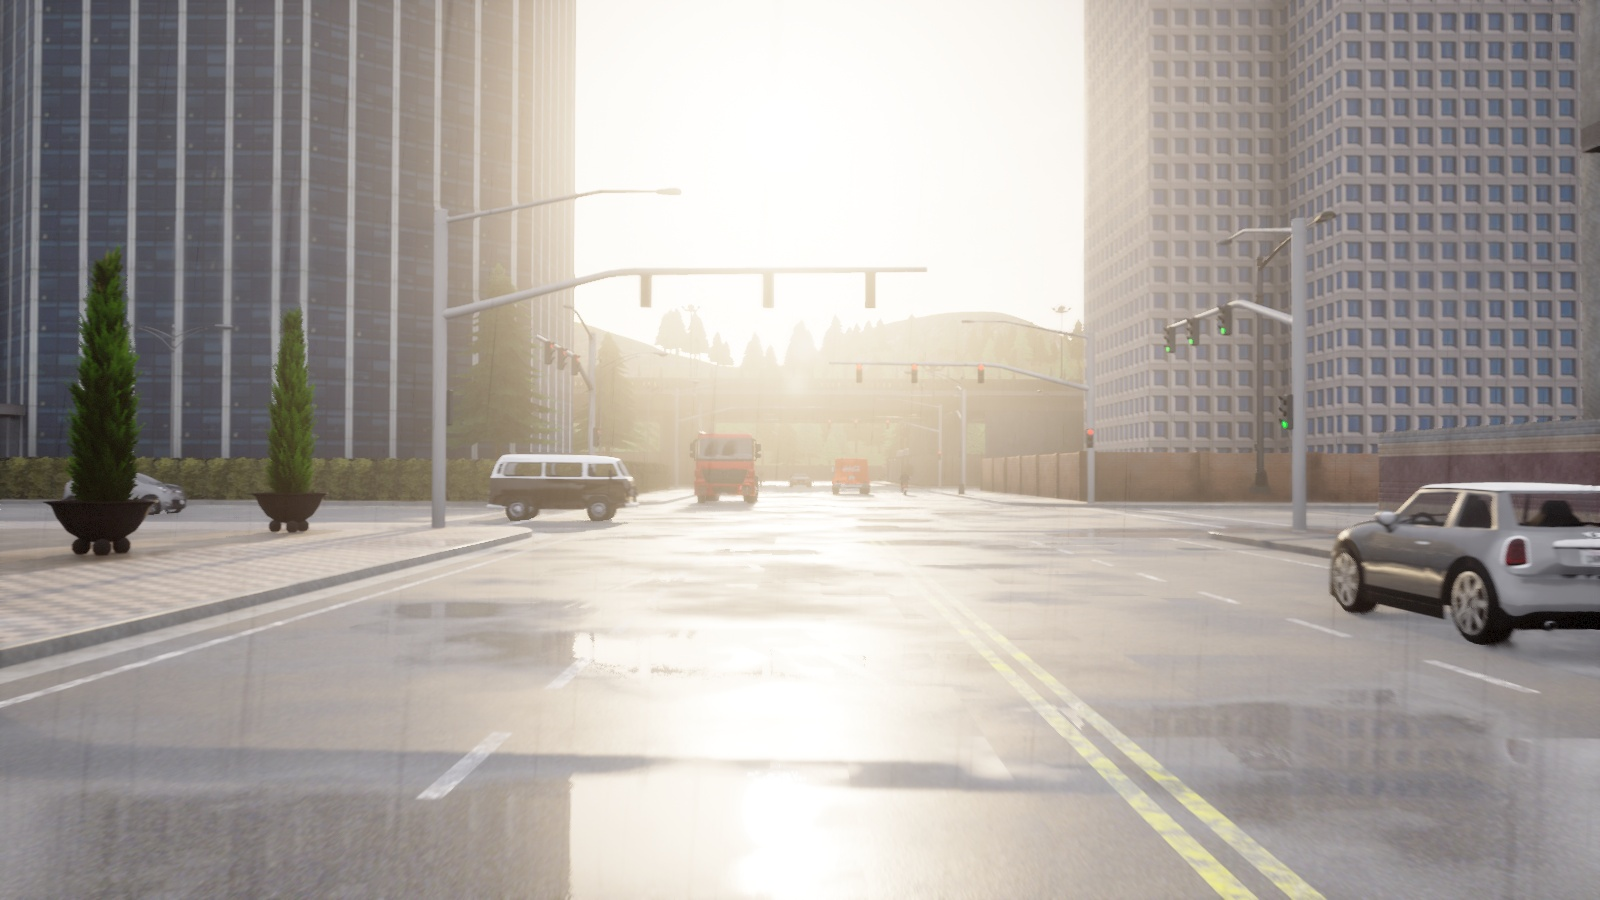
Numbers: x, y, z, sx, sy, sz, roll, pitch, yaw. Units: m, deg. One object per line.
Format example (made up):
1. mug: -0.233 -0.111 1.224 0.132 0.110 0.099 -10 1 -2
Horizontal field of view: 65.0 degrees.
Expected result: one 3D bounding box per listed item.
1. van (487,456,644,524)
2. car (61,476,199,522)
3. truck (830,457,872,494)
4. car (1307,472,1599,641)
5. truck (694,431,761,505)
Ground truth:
1. van: -7.165 1.215 38.695 4.480 2.038 2.069 0 -1 -1
2. car: -22.377 1.622 42.038 3.633 1.501 1.845 0 -1 0
3. truck: 3.445 1.756 86.115 2.627 2.467 5.204 0 -1 0
4. car: 6.994 0.969 12.954 1.970 1.475 3.806 0 -1 0
5. truck: -3.542 0.900 62.917 2.891 3.462 7.936 0 -1 0
